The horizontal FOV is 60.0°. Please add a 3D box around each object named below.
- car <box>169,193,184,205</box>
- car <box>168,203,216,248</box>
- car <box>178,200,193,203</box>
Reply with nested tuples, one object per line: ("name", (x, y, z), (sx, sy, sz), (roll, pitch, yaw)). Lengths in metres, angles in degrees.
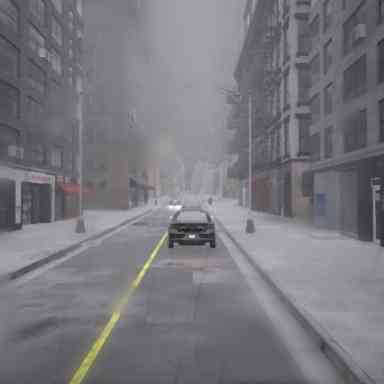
("car", (-2.750, 1.396, 55.659), (2.128, 1.511, 4.902), (0, 0, 0))
("car", (0.000, 1.479, 14.651), (1.882, 1.535, 5.008), (0, 0, 0))
("car", (0.000, 1.582, 29.683), (1.895, 1.301, 4.718), (0, 0, 0))
